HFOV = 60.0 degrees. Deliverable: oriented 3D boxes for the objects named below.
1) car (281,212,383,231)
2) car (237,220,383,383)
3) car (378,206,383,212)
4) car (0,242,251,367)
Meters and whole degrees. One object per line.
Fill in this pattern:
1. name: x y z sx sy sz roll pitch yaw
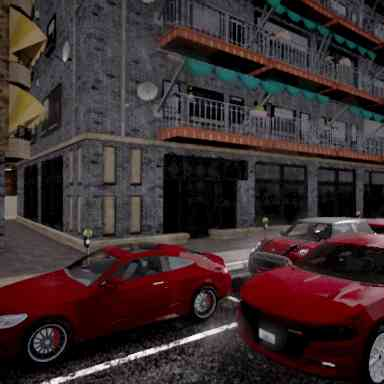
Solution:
1. car: 3.423 1.442 9.016 4.097 1.590 1.967 0 0 -36
2. car: 2.939 1.478 5.493 5.008 1.535 1.882 0 0 -36
3. car: 8.027 1.320 12.314 5.009 1.841 2.192 0 0 -36
4. car: -1.180 1.582 5.718 4.206 1.307 1.802 0 0 -36
